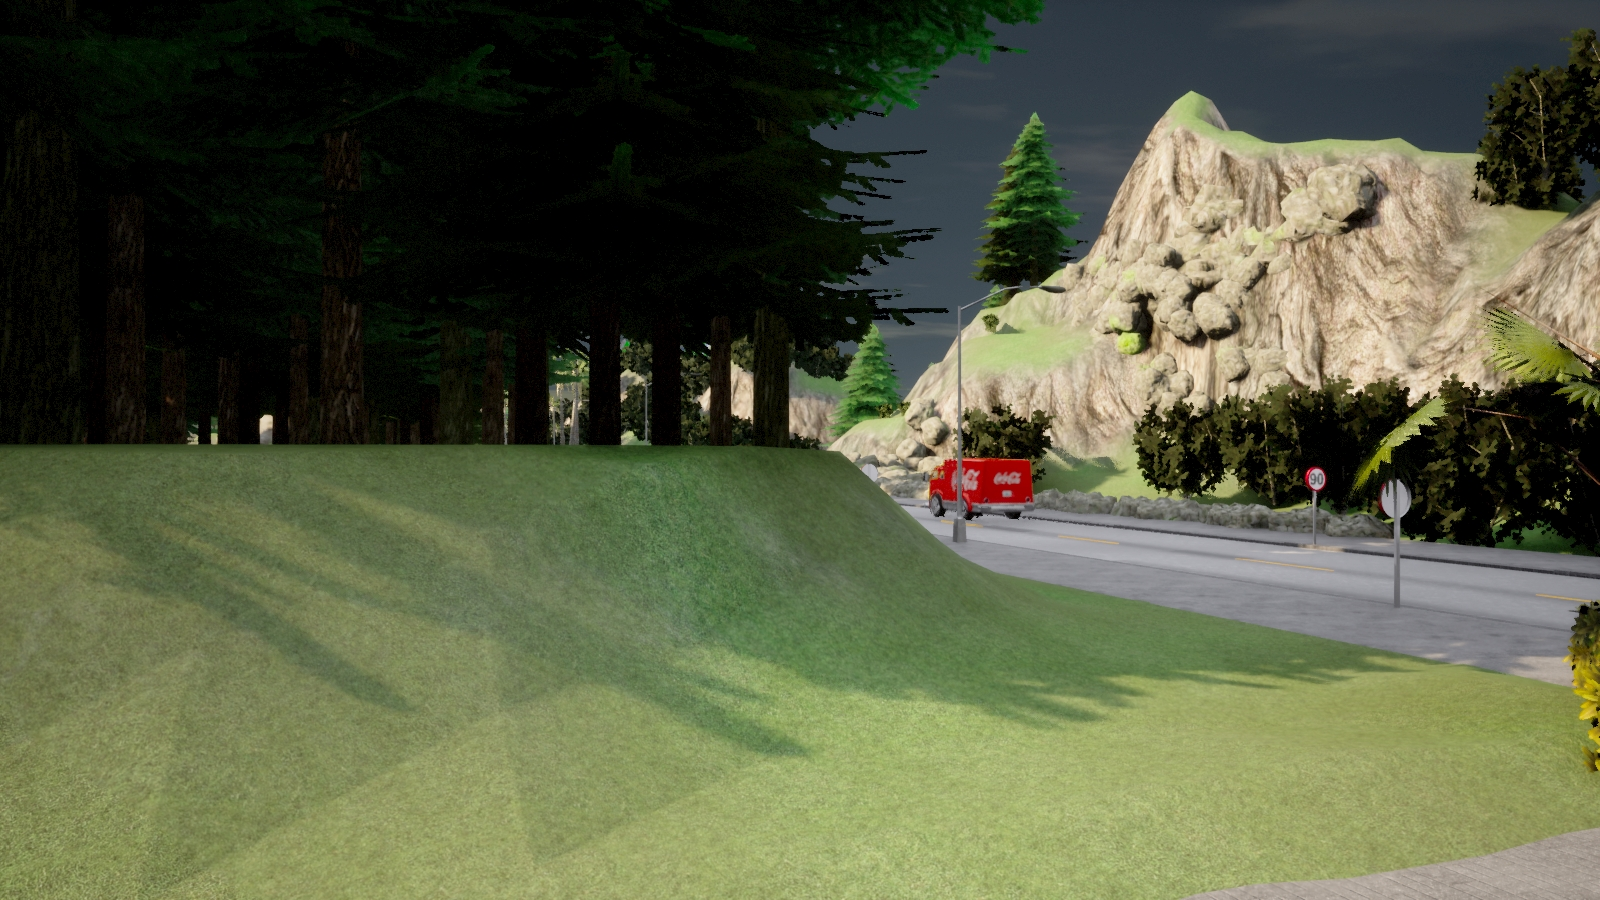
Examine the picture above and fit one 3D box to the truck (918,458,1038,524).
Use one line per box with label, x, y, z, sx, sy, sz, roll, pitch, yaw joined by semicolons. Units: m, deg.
truck;7.130;1.570;46.530;2.627;2.467;5.204;0;0;-20
